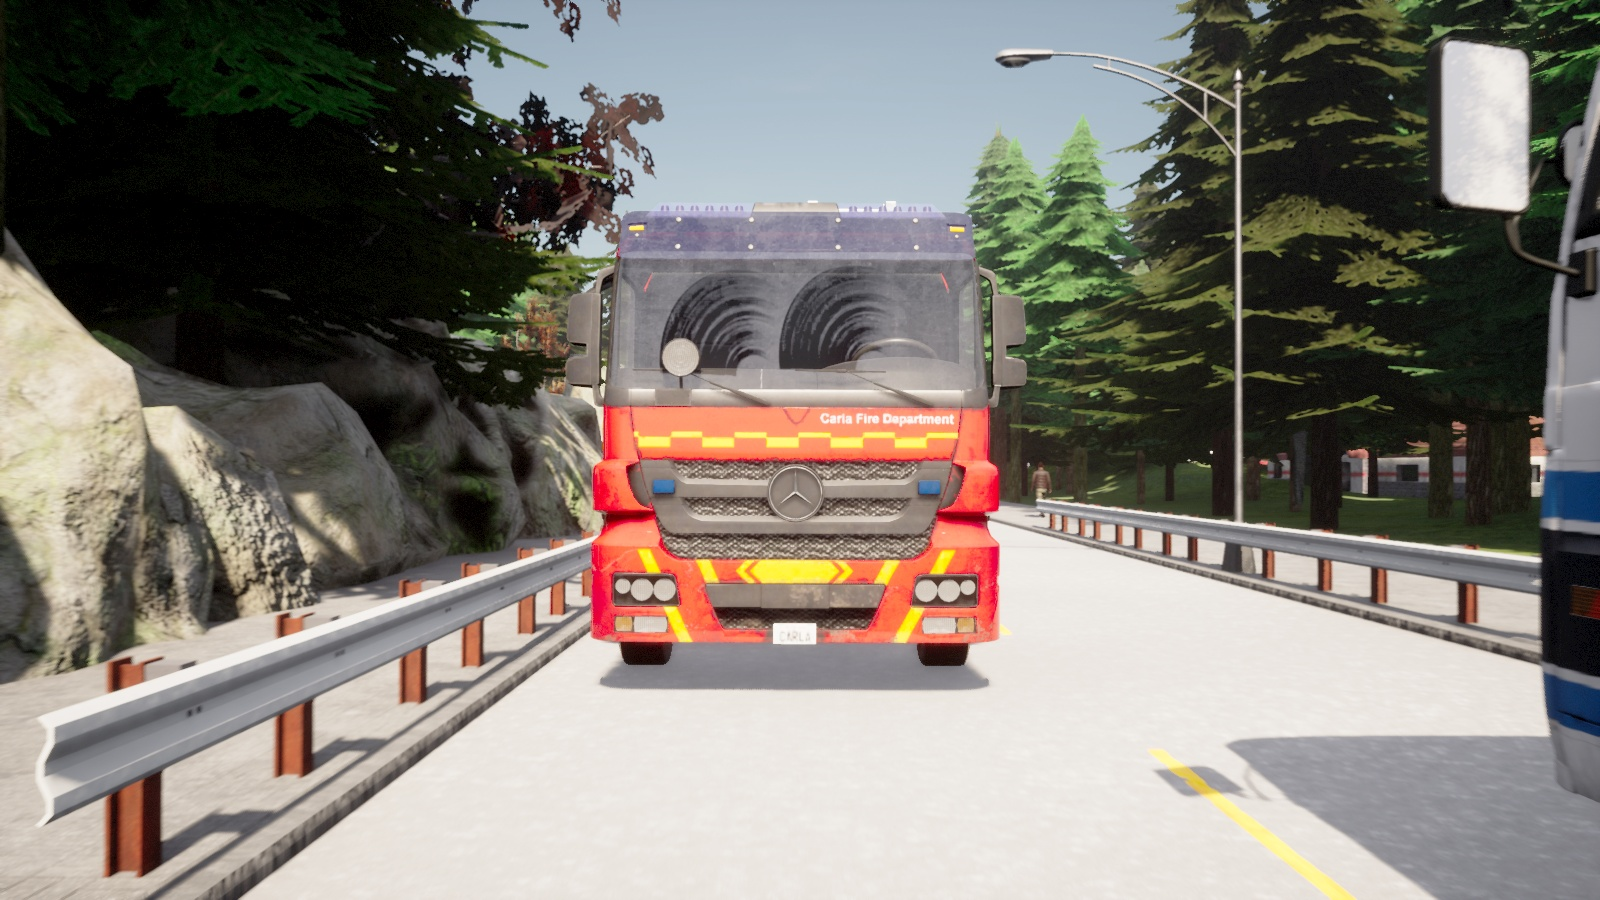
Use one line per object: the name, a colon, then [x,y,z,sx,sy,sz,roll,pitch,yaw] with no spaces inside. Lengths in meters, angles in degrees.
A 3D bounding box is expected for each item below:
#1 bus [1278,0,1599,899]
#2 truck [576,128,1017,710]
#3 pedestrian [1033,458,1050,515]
bus: [3.995,-0.576,0.124,3.944,4.253,10.273,0,-1,0]
truck: [-0.037,-0.140,12.516,2.891,3.827,8.468,0,-1,0]
pedestrian: [7.755,1.169,40.342,0.431,1.840,0.703,0,-1,0]
